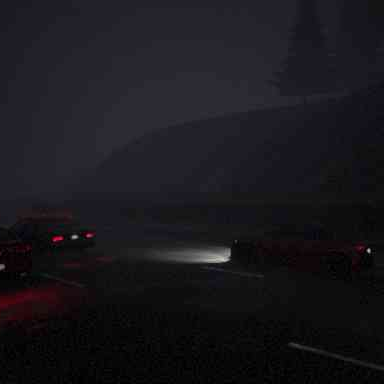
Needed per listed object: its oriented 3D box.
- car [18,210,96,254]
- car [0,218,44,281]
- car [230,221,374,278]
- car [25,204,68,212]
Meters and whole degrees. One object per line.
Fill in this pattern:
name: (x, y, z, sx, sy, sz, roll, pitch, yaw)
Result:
car: (-6.052, 1.681, 13.518, 5.357, 1.411, 2.033, -1, -1, 42)
car: (-6.274, 1.581, 9.152, 5.008, 1.535, 1.882, -1, 0, 40)
car: (3.307, 1.619, 10.419, 4.181, 1.385, 1.994, -1, 0, 37)
car: (-9.712, 1.568, 21.824, 4.553, 1.767, 2.097, -1, -1, 45)
